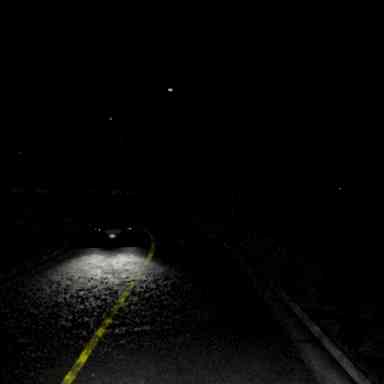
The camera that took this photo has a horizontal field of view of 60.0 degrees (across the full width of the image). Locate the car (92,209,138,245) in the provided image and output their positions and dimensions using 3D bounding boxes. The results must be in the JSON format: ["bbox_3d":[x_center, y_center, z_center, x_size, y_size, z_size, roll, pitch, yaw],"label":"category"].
[{"bbox_3d":[-3.787,1.623,16.519,2.128,1.511,4.902,0,0,-10],"label":"car"}]

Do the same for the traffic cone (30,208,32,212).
[{"bbox_3d":[-19.710,2.158,40.657,0.340,0.580,0.340,1,1,35],"label":"traffic cone"}]

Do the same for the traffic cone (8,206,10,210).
[{"bbox_3d":[-23.665,2.086,43.110,0.340,0.580,0.340,1,1,28],"label":"traffic cone"}]
